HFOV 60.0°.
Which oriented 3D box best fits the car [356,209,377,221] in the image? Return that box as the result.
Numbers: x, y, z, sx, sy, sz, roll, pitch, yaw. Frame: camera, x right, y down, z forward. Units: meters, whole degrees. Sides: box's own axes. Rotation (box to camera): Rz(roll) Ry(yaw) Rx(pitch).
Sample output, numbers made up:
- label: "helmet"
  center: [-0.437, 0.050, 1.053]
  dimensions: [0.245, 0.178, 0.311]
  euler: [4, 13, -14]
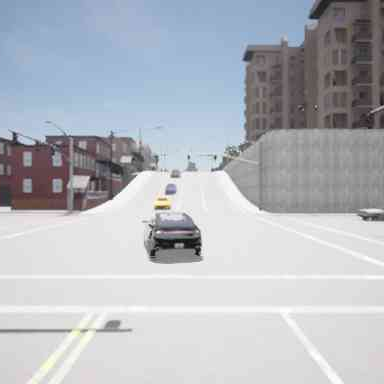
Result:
- label: "car"
  center: [16.264, 1.713, 27.511]
  dimensions: [4.718, 1.301, 1.895]
  euler: [0, 0, -1]

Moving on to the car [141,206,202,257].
- label: "car"
  center: [-0.914, 1.546, 13.254]
  dimensions: [2.128, 1.511, 4.902]
  euler: [0, 0, -12]

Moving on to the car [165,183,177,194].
- label: "car"
  center: [-3.555, -0.643, 56.025]
  dimensions: [1.812, 1.442, 4.674]
  euler: [0, 12, 0]

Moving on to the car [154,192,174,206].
- label: "car"
  center: [-3.591, 1.291, 41.052]
  dimensions: [1.882, 1.535, 5.008]
  euler: [0, 4, 0]

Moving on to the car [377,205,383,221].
- label: "car"
  center: [16.966, 1.312, 24.006]
  dimensions: [5.566, 2.045, 2.150]
  euler: [-1, 0, 0]

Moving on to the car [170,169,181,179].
- label: "car"
  center: [-3.507, -4.007, 71.162]
  dimensions: [2.097, 1.767, 4.553]
  euler: [0, 12, 0]
